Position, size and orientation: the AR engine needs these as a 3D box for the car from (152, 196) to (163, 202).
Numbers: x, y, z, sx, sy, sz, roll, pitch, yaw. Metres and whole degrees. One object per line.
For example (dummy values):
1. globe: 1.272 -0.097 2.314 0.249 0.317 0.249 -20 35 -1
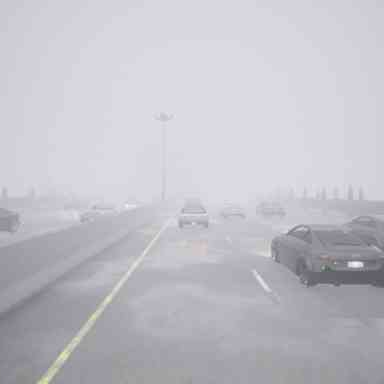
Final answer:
1. car: -6.988 1.426 68.224 1.994 1.385 4.181 0 0 0

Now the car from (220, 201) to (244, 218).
1. car: 3.586 1.527 30.185 1.812 1.442 4.674 0 0 0

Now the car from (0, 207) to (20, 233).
1. car: -10.600 1.479 16.686 1.882 1.535 5.008 0 0 0

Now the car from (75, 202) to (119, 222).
1. car: -7.099 1.602 25.738 1.895 1.301 4.718 0 0 0

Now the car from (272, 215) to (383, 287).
1. car: 3.600 1.564 9.325 1.994 1.385 4.181 0 0 0

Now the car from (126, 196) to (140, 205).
1. car: -10.530 1.495 59.721 2.128 1.511 4.902 0 0 1

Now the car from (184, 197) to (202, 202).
1. car: 0.100 1.354 40.711 2.097 1.767 4.553 0 0 0

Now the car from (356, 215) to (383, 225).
1. car: 7.100 1.564 12.742 1.994 1.385 4.181 0 0 0

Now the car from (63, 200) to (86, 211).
1. car: -14.087 1.603 40.695 1.895 1.301 4.718 0 0 0

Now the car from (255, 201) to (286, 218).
1. car: 7.100 1.548 30.510 2.033 1.411 5.357 0 0 0

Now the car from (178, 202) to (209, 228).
1. car: 0.099 1.602 22.420 1.895 1.301 4.718 0 0 0
